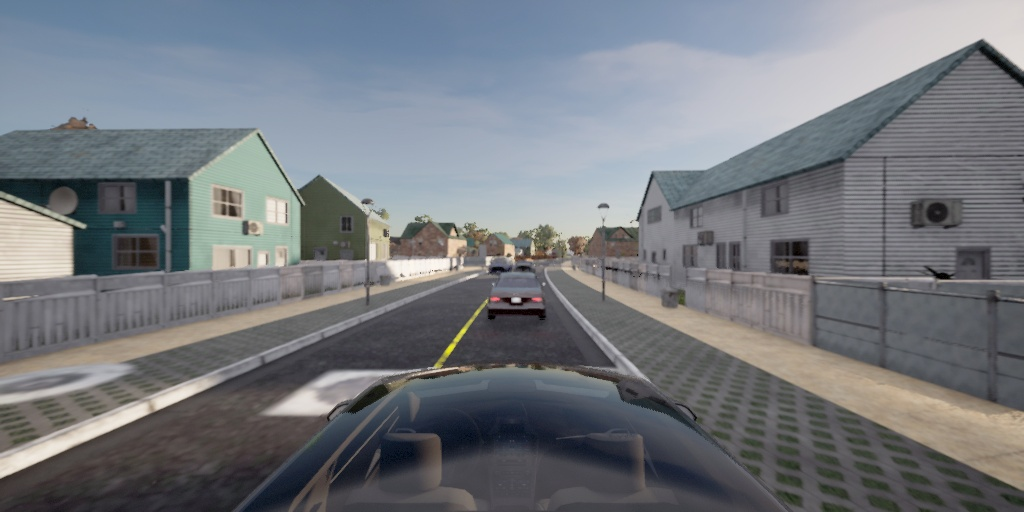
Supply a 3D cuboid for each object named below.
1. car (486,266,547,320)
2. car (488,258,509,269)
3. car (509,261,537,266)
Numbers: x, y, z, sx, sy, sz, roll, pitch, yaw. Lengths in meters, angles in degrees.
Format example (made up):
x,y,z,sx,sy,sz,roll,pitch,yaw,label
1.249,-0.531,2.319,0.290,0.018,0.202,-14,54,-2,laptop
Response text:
x,y,z,sx,sy,sz,roll,pitch,yaw,label
0.209,1.262,12.469,2.033,1.411,5.357,0,0,2,car
-1.188,0.979,37.635,2.097,1.767,4.553,0,0,5,car
1.049,1.162,29.498,1.837,1.490,4.892,0,0,4,car
